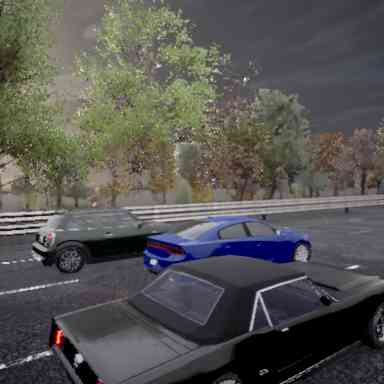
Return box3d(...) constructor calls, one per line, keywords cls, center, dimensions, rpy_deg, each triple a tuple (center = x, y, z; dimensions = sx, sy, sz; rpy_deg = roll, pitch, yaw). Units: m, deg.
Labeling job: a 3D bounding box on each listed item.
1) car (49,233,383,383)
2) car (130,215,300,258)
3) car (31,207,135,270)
box3d(cls="car", center=(0.826, 1.547, 4.356), dimensions=(4.718, 1.301, 1.895), rpy_deg=(-1, 1, -36))
box3d(cls="car", center=(1.137, 1.373, 8.877), dimensions=(5.008, 1.535, 1.882), rpy_deg=(-1, 1, -36))
box3d(cls="car", center=(-2.510, 1.284, 10.571), dimensions=(4.553, 1.767, 2.097), rpy_deg=(-1, 1, -36))
